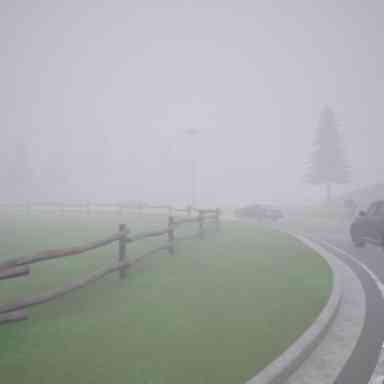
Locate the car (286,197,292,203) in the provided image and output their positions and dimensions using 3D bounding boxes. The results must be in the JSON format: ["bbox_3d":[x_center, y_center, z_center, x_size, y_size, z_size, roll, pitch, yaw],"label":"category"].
[{"bbox_3d":[24.806,1.925,80.679,4.674,1.442,1.812,0,0,-27],"label":"car"}]

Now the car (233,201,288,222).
[{"bbox_3d":[5.607,1.706,28.545,2.033,1.411,5.357,0,0,-24],"label":"car"}]

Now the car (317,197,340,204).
[{"bbox_3d":[29.644,1.843,71.360,4.674,1.442,1.812,0,0,-27],"label":"car"}]

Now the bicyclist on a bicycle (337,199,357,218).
[{"bbox_3d":[13.646,1.426,29.202,1.656,1.620,0.582,0,0,-20],"label":"bicyclist on a bicycle"}]

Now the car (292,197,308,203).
[{"bbox_3d":[26.419,1.852,77.573,5.008,1.535,1.882,0,0,-27],"label":"car"}]

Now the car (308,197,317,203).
[{"bbox_3d":[29.593,1.880,75.277,5.357,1.411,2.033,0,0,-27],"label":"car"}]

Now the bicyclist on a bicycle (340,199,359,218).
[{"bbox_3d":[13.814,1.422,28.741,1.656,1.620,0.582,0,0,-20],"label":"bicyclist on a bicycle"}]

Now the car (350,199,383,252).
[{"bbox_3d":[7.542,1.258,11.934,2.150,2.045,5.566,0,-1,9],"label":"car"}]

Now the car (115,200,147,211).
[{"bbox_3d":[-8.675,1.853,47.344,4.892,1.490,1.837,0,0,27],"label":"car"}]
